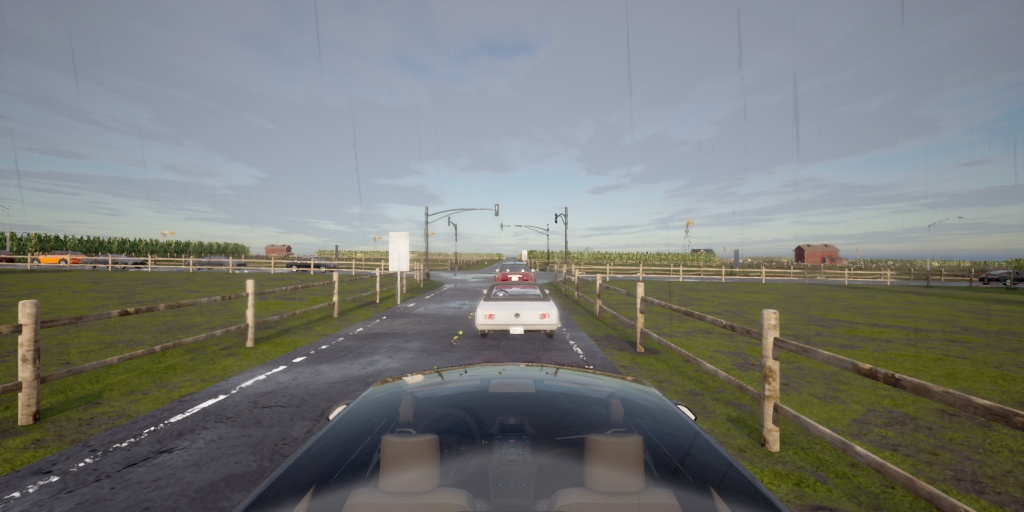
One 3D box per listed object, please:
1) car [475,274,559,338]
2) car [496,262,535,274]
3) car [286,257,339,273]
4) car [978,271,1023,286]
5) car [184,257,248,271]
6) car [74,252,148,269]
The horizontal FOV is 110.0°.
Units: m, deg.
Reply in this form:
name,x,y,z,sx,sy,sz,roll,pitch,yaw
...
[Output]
name,x,y,z,sx,sy,sz,roll,pitch,yaw
car,0.120,1.351,10.127,1.895,1.301,4.718,0,0,0
car,0.176,1.102,19.296,2.097,1.767,4.553,0,0,1
car,-20.334,0.896,36.664,4.892,1.490,1.837,1,0,0
car,50.703,2.256,36.485,4.892,1.490,1.837,1,0,0
car,-30.223,0.759,36.694,5.357,1.411,2.033,1,0,1
car,-40.745,0.570,36.727,5.357,1.411,2.033,1,0,1
